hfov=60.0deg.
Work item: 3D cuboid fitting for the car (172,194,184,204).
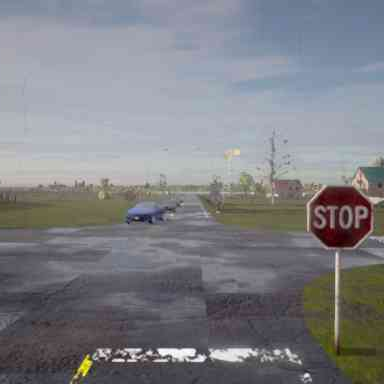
[{"bbox_3d":[-2.707,1.324,65.572,2.097,1.767,4.553,0,0,0],"label":"car"}]

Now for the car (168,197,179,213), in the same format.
[{"bbox_3d":[-2.799,1.550,36.879,1.994,1.385,4.181,0,0,0],"label":"car"}]

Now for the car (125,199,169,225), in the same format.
[{"bbox_3d":[-3.286,1.468,24.312,1.882,1.535,5.008,0,0,8],"label":"car"}]

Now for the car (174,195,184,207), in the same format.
[{"bbox_3d":[-2.769,1.471,49.457,2.128,1.511,4.902,0,0,0],"label":"car"}]
